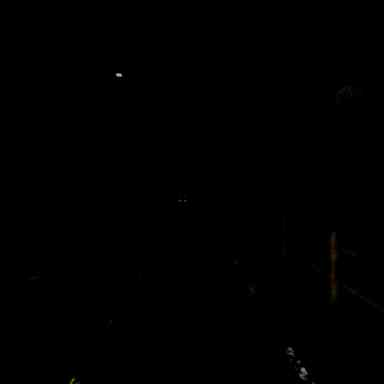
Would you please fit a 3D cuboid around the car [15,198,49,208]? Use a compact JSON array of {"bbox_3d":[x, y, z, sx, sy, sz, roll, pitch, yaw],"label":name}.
[{"bbox_3d":[-24.168,1.681,50.392,4.892,1.490,1.837,2,0,0],"label":"car"}]
